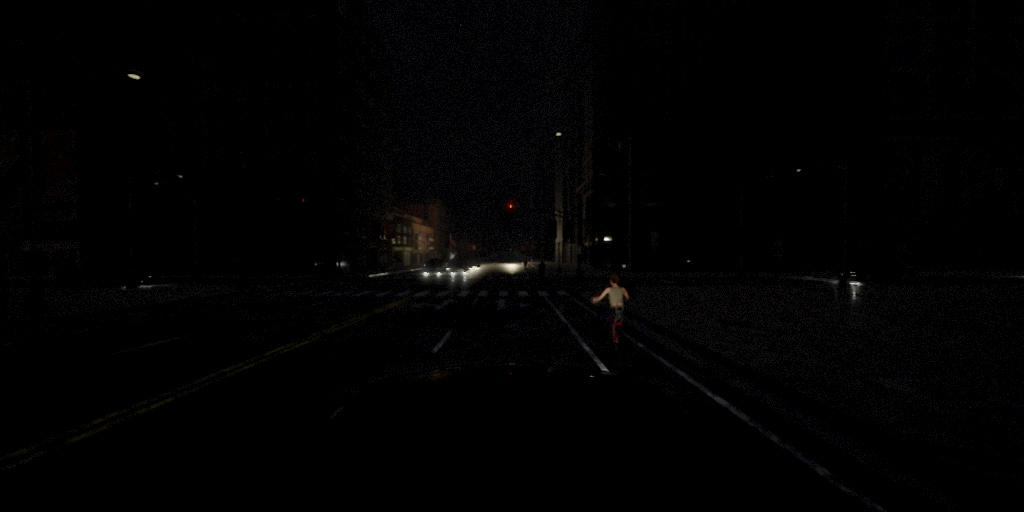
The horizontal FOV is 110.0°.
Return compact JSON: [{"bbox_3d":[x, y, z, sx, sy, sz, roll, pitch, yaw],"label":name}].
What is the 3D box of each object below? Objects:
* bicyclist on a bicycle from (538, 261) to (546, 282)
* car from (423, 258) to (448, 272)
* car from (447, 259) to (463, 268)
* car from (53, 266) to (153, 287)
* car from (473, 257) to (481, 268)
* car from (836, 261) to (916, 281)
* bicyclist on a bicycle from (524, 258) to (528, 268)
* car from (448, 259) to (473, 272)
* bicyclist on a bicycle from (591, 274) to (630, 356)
[{"bbox_3d":[2.234,1.169,26.337,0.582,1.620,1.656,0,0,0],"label":"bicyclist on a bicycle"},{"bbox_3d":[-9.834,1.111,45.885,2.097,1.767,4.553,0,0,0],"label":"car"},{"bbox_3d":[-9.797,1.241,61.553,1.882,1.535,5.008,0,0,0],"label":"car"},{"bbox_3d":[-28.447,1.405,24.987,5.357,1.411,2.033,0,1,0],"label":"car"},{"bbox_3d":[-6.543,1.264,61.958,1.837,1.490,4.892,0,1,1],"label":"car"},{"bbox_3d":[27.338,1.102,27.012,4.892,1.490,1.837,0,1,0],"label":"car"},{"bbox_3d":[2.192,1.199,57.839,0.866,1.612,1.509,0,0,1],"label":"bicyclist on a bicycle"},{"bbox_3d":[-6.585,1.285,46.115,1.812,1.442,4.674,0,0,0],"label":"car"},{"bbox_3d":[2.162,1.184,7.668,0.866,1.612,1.509,0,0,1],"label":"bicyclist on a bicycle"}]
